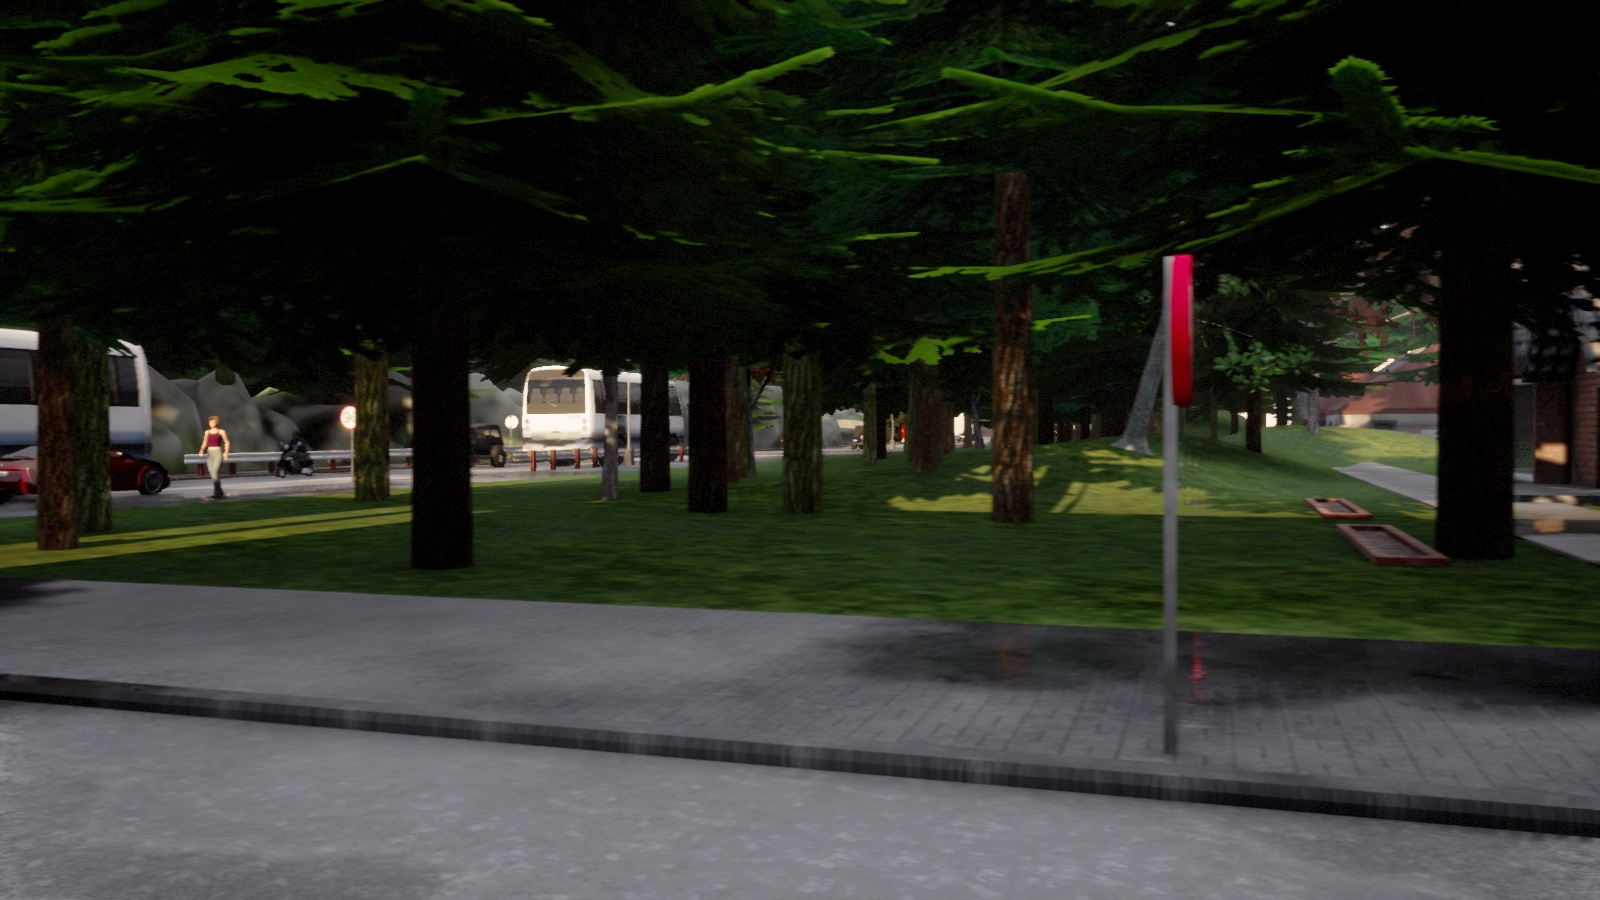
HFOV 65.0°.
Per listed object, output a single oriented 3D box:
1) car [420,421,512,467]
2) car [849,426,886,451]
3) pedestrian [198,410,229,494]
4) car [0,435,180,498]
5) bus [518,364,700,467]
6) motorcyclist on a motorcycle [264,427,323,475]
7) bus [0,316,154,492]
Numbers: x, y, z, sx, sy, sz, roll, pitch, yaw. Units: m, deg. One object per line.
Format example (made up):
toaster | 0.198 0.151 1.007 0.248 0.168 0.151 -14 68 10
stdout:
car | -13.999 -0.277 52.857 1.905 1.878 3.866 1 1 18
car | 5.304 -0.928 97.980 1.905 1.878 3.866 1 1 19
pedestrian | -12.905 0.045 27.646 0.345 1.836 0.594 0 1 9
car | -17.301 0.342 30.131 1.994 1.385 4.181 1 1 18
bus | -8.376 -1.497 57.098 3.944 4.253 10.273 0 1 18
motorcyclist on a motorcycle | -17.288 0.027 42.900 0.866 1.590 1.817 1 1 18
bus | -21.382 -1.119 30.498 3.944 4.253 10.273 1 1 18
